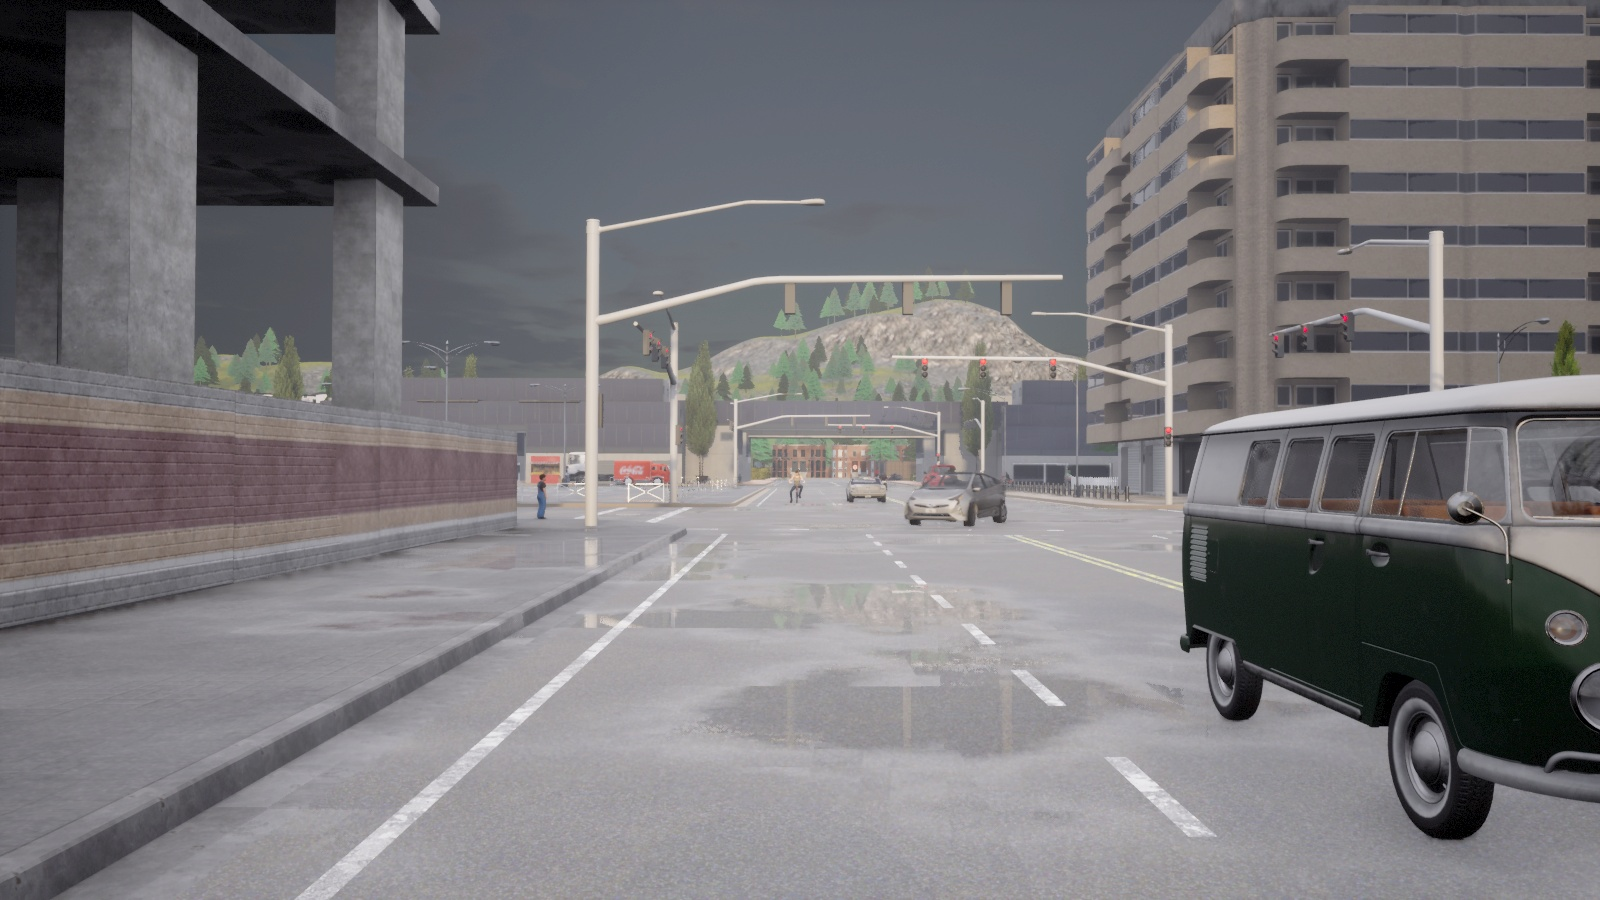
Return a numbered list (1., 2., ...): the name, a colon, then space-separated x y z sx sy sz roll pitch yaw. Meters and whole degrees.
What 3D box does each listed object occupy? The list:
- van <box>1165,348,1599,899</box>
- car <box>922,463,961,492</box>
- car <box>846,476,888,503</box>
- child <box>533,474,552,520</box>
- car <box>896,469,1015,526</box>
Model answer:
1. van: 3.485 0.665 6.680 1.775 1.987 4.442 0 -1 0
2. car: 10.299 2.030 91.775 2.150 2.045 5.566 0 -1 0
3. car: 3.361 1.973 63.964 1.895 1.301 4.718 0 -1 0
4. child: -7.163 1.304 34.905 0.437 1.263 0.270 0 -1 -36
5. car: 4.590 1.324 36.398 2.007 1.525 4.514 -1 -1 27
